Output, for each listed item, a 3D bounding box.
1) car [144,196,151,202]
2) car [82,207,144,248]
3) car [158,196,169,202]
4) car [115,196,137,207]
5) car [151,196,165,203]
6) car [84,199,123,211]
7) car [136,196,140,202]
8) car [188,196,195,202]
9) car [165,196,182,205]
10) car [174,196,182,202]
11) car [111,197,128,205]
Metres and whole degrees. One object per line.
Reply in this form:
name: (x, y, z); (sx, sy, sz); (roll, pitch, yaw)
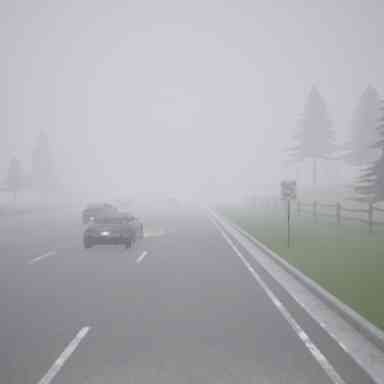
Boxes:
car: (-10.591, 1.768, 81.942); (2.033, 1.411, 5.357); (0, 0, 0)
car: (-3.416, 1.607, 15.107); (1.994, 1.385, 4.181); (0, 0, 0)
car: (-7.092, 1.756, 83.155); (2.128, 1.511, 4.902); (0, 0, 0)
car: (-10.458, 1.749, 53.046); (1.895, 1.301, 4.718); (0, 0, 0)
car: (-7.080, 1.729, 73.381); (2.128, 1.511, 4.902); (0, 0, 0)
car: (-6.927, 1.579, 25.546); (1.837, 1.490, 4.892); (0, 0, 0)
car: (-14.092, 1.758, 83.028); (2.128, 1.511, 4.902); (0, 0, 0)
car: (-0.090, 1.722, 80.761); (1.837, 1.490, 4.892); (0, 0, 0)
car: (-3.468, 1.734, 61.736); (1.994, 1.385, 4.181); (0, 0, 0)
car: (-3.593, 1.754, 83.240); (1.812, 1.442, 4.674); (0, 0, 0)
car: (-13.971, 1.728, 64.339); (2.033, 1.411, 5.357); (0, 0, 0)
